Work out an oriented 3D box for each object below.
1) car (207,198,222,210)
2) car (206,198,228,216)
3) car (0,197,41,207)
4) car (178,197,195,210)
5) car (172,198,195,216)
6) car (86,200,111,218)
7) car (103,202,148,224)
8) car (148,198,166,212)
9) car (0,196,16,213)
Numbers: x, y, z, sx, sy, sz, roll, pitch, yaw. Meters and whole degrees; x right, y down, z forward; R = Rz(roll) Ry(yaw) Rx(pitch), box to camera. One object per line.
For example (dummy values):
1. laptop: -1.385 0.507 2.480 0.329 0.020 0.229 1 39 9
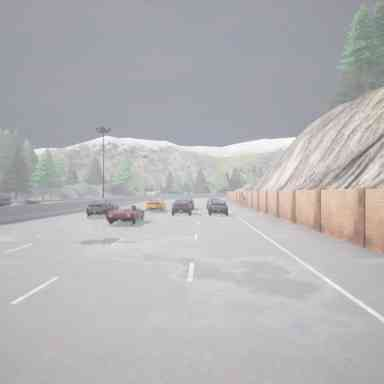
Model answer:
1. car: 2.834 1.525 43.227 1.812 1.442 4.674 0 0 2
2. car: 2.524 1.491 32.784 2.128 1.511 4.902 0 0 2
3. car: -18.482 1.547 36.447 2.033 1.411 5.357 0 0 2
4. car: -0.659 1.477 43.474 1.882 1.535 5.008 0 0 2
5. car: -0.970 1.505 33.034 1.837 1.490 4.892 0 0 1
6. car: -8.056 1.491 30.248 2.128 1.511 4.902 0 0 2
7. car: -4.732 1.600 24.339 1.895 1.301 4.718 0 0 2
8. car: -4.270 1.477 39.693 1.882 1.535 5.008 0 0 2
9. car: -21.954 1.364 37.157 2.097 1.767 4.553 0 0 2
